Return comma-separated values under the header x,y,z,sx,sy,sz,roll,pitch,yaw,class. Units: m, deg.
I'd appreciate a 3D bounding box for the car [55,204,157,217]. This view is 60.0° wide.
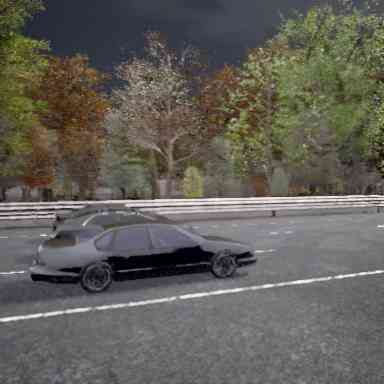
x,y,z,sx,sy,sz,roll,pitch,yaw,class
-2.305,1.330,11.586,4.892,1.490,1.837,-1,1,-20,car

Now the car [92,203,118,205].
x,y,z,sx,sy,sz,roll,pitch,yaw,class
-3.510,1.240,14.873,5.008,1.535,1.882,-1,1,-20,car

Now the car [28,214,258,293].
x,y,z,sx,sy,sz,roll,pitch,yaw,class
-1.075,1.422,8.315,5.357,1.411,2.033,-1,1,-20,car
